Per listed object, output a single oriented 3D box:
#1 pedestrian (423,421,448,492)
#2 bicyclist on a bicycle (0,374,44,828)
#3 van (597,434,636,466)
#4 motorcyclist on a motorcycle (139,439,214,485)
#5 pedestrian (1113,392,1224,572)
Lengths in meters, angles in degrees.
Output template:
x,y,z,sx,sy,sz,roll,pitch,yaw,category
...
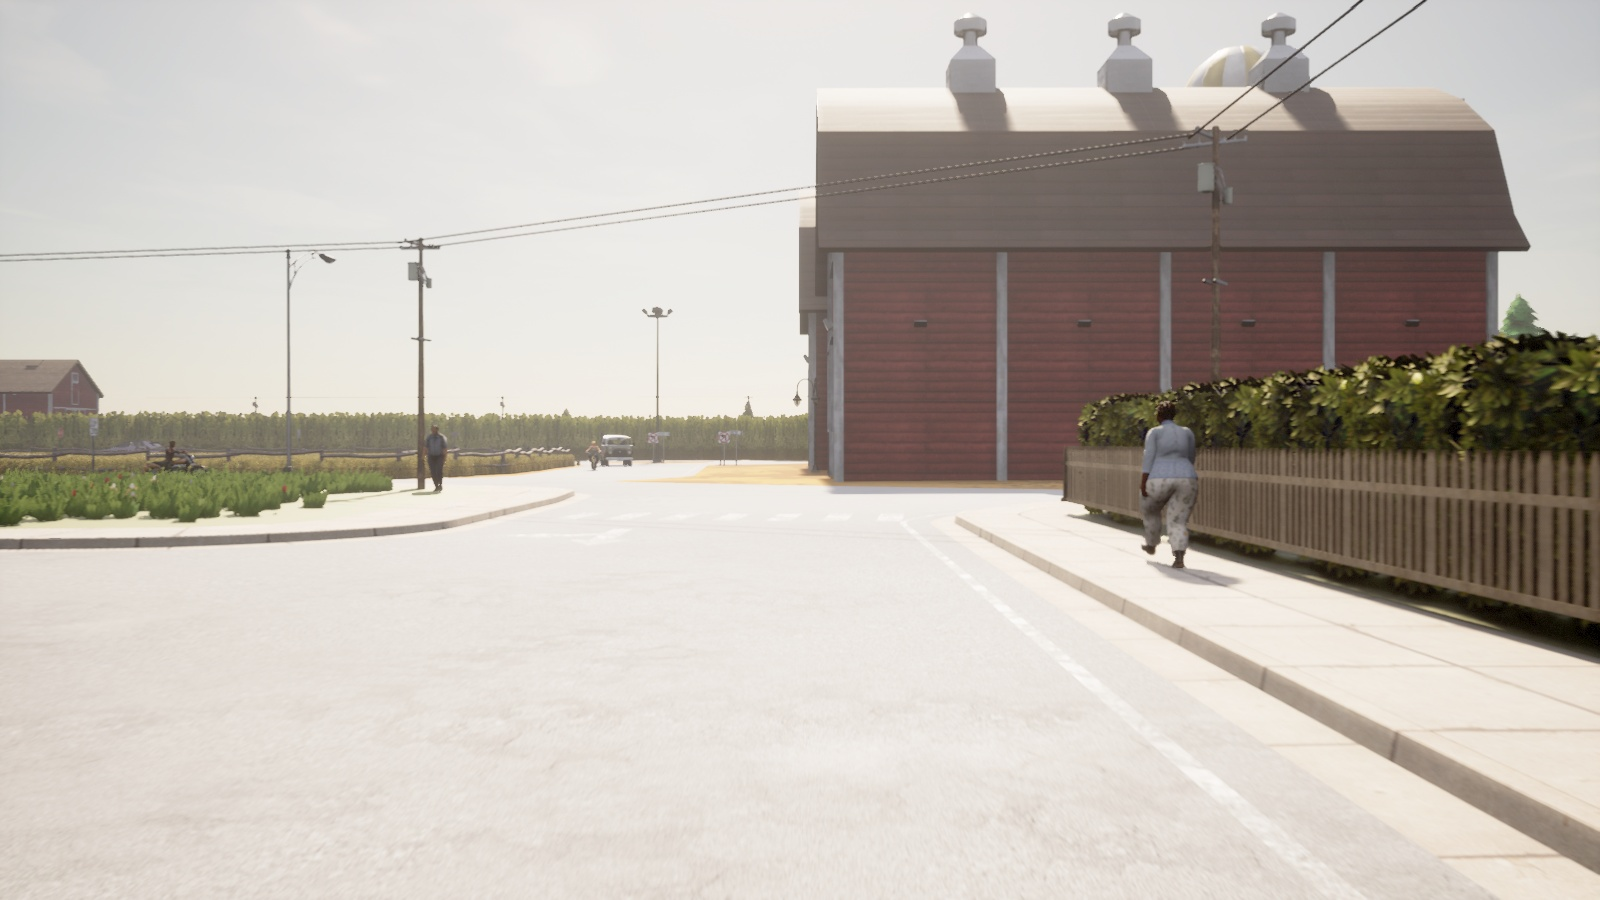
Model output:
x,y,z,sx,sy,sz,roll,pitch,yaw,category
-9.606,0.163,33.112,0.540,1.848,0.694,0,0,-6,pedestrian
-3.460,0.590,4.275,0.659,1.776,1.843,0,0,0,bicyclist on a bicycle
-11.988,-0.001,81.833,2.069,2.038,4.480,1,0,-13,van
-22.585,0.422,45.519,2.350,1.649,0.766,0,0,1,motorcyclist on a motorcycle
3.932,0.329,13.454,0.874,1.855,0.900,0,0,-4,pedestrian
